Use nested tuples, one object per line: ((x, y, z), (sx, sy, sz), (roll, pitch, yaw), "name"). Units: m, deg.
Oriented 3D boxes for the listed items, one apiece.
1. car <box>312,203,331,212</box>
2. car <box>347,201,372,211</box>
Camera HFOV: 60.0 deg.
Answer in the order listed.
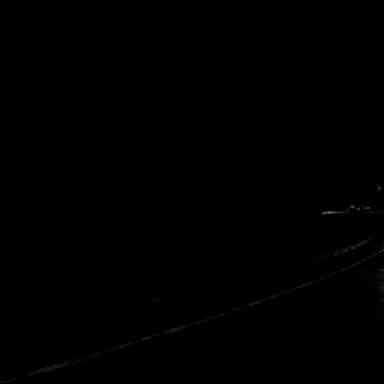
((22.872, 2.758, 58.867), (2.128, 1.511, 4.902), (-4, -2, -2), "car")
((26.374, 2.233, 52.382), (1.837, 1.490, 4.892), (-4, -2, -2), "car")
